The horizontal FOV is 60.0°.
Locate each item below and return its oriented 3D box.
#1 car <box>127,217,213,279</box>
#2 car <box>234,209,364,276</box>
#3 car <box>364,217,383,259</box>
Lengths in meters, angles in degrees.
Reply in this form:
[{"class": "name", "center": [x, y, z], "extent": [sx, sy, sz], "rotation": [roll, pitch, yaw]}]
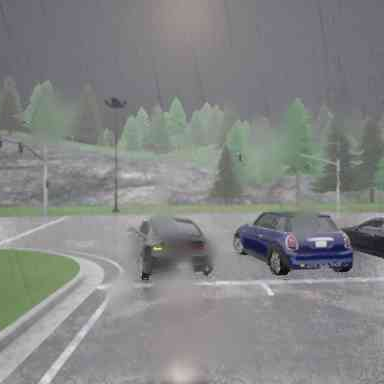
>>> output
[{"class": "car", "center": [-0.822, 1.520, 10.211], "extent": [1.837, 1.490, 4.892], "rotation": [1, 0, -16]}, {"class": "car", "center": [2.928, 1.367, 10.671], "extent": [2.097, 1.767, 4.553], "rotation": [0, 0, -11]}, {"class": "car", "center": [6.598, 1.541, 11.041], "extent": [1.812, 1.442, 4.674], "rotation": [0, 0, -8]}]
